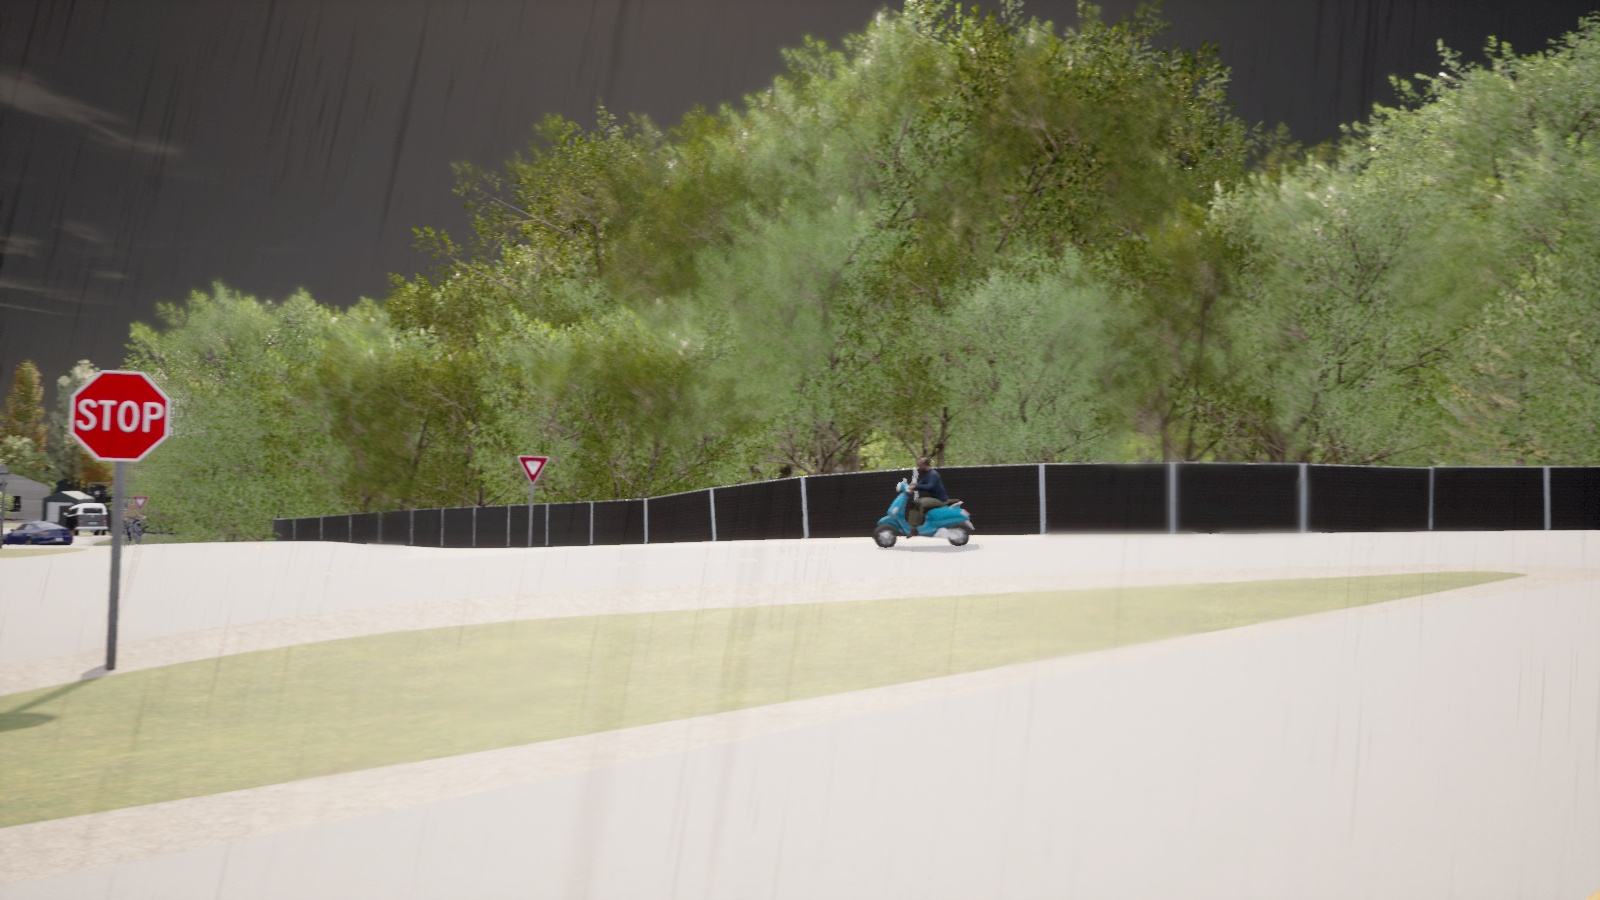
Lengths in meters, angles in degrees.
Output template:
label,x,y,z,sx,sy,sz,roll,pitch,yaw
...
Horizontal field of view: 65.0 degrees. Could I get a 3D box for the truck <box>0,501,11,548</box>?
label,x,y,z,sx,sy,sz,roll,pitch,yaw
truck,-44.951,3.953,66.070,2.627,2.467,5.204,-1,-1,32

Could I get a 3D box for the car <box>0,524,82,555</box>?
label,x,y,z,sx,sy,sz,roll,pitch,yaw
car,-36.772,4.340,60.741,4.674,1.442,1.812,-4,-4,36

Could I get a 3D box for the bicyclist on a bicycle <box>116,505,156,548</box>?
label,x,y,z,sx,sy,sz,roll,pitch,yaw
bicyclist on a bicycle,-25.609,2.954,48.445,1.509,1.612,0.866,-5,-4,41

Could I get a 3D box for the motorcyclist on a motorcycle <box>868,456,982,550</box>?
label,x,y,z,sx,sy,sz,roll,pitch,yaw
motorcyclist on a motorcycle,2.198,0.923,22.161,1.817,1.590,0.866,-1,-1,-7

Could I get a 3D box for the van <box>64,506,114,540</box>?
label,x,y,z,sx,sy,sz,roll,pitch,yaw
van,-45.864,4.731,80.970,2.069,2.038,4.480,2,-6,-39
